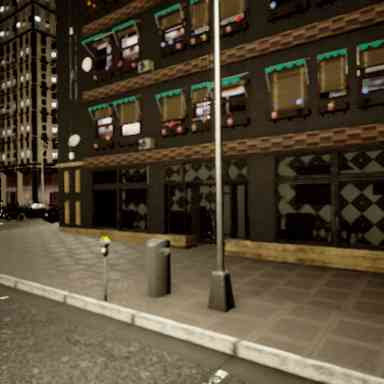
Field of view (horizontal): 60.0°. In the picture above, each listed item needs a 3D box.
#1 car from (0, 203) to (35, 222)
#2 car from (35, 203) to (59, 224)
[{"bbox_3d":[-13.104,1.585,26.964,1.994,1.385,4.181,-1,0,35],"label":"car"},{"bbox_3d":[-8.383,1.499,23.594,1.947,1.339,4.313,0,1,35],"label":"car"}]
